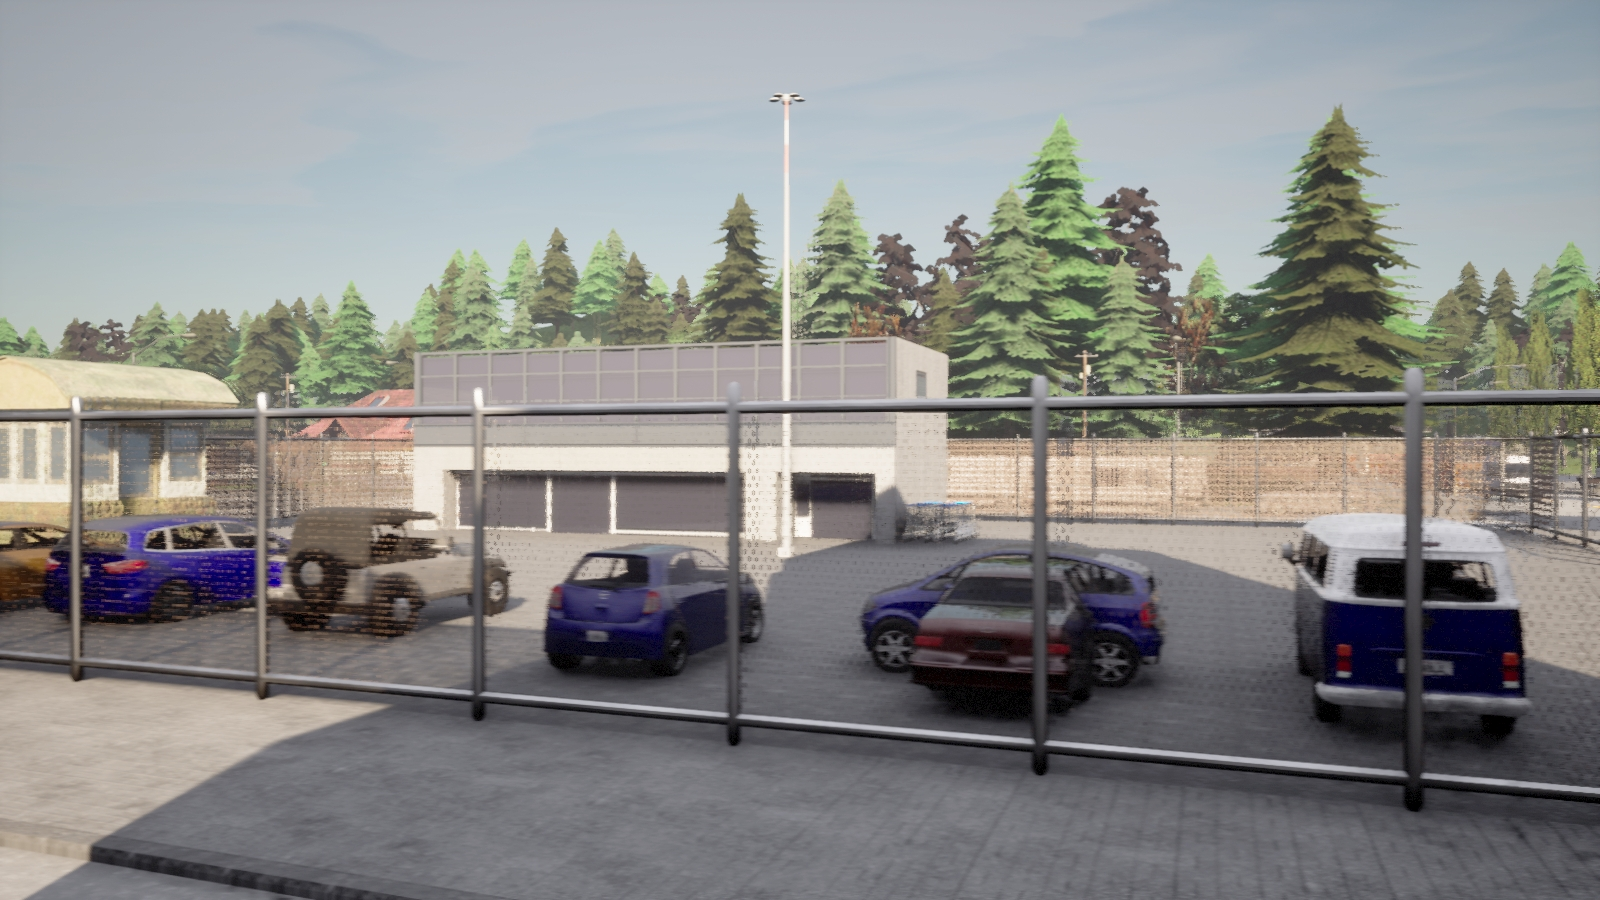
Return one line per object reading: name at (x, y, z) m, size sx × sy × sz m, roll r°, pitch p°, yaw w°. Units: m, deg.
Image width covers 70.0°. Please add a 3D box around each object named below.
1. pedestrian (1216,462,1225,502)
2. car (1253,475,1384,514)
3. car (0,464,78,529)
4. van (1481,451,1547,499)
pedestrian at (20.136, 1.525, 54.696) m, size 0.375 × 1.860 × 0.375 m, roll 0°, pitch 0°, yaw 21°
car at (21.804, 1.843, 48.296) m, size 4.892 × 1.480 × 2.231 m, roll 0°, pitch 0°, yaw 20°
car at (-26.835, 1.534, 37.073) m, size 2.150 × 2.045 × 5.566 m, roll 0°, pitch 0°, yaw 21°
van at (39.991, 1.324, 64.148) m, size 1.988 × 2.561 × 5.915 m, roll 0°, pitch 0°, yaw 20°
